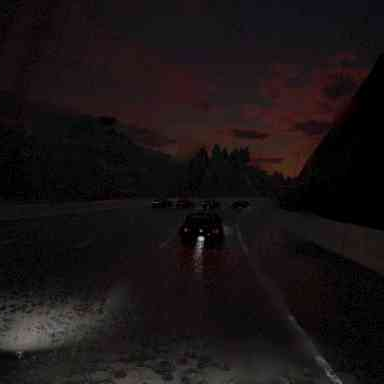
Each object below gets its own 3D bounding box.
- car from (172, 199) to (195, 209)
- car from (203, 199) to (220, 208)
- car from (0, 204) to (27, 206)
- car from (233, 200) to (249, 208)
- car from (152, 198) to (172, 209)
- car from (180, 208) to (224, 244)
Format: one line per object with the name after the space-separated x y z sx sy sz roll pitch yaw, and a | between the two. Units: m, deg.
-0.939 1.739 48.192 1.837 1.490 4.892 -1 0 15 | car
2.943 1.786 49.206 1.837 1.490 4.892 -1 0 16 | car
-18.250 1.502 34.099 1.812 1.442 4.674 1 0 10 | car
8.006 1.922 54.031 1.994 1.385 4.181 0 0 18 | car
-4.276 1.694 49.187 2.128 1.511 4.902 0 0 15 | car
0.592 1.690 16.364 1.895 1.301 4.718 1 0 5 | car
